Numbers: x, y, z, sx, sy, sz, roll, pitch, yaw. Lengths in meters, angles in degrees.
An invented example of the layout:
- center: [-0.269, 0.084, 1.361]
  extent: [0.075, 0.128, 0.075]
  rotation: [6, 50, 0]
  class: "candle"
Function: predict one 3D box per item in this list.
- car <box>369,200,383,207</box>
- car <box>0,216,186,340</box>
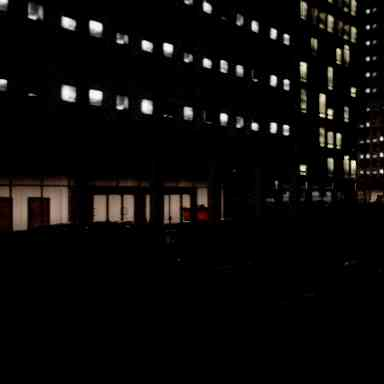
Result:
- center: [33.121, 1.987, 57.834]
  extent: [1.887, 1.381, 4.507]
  rotation: [0, 0, -34]
  class: "car"
- center: [-2.405, 1.366, 5.963]
  extent: [4.553, 1.767, 2.097]
  rotation: [1, 0, -36]
  class: "car"
